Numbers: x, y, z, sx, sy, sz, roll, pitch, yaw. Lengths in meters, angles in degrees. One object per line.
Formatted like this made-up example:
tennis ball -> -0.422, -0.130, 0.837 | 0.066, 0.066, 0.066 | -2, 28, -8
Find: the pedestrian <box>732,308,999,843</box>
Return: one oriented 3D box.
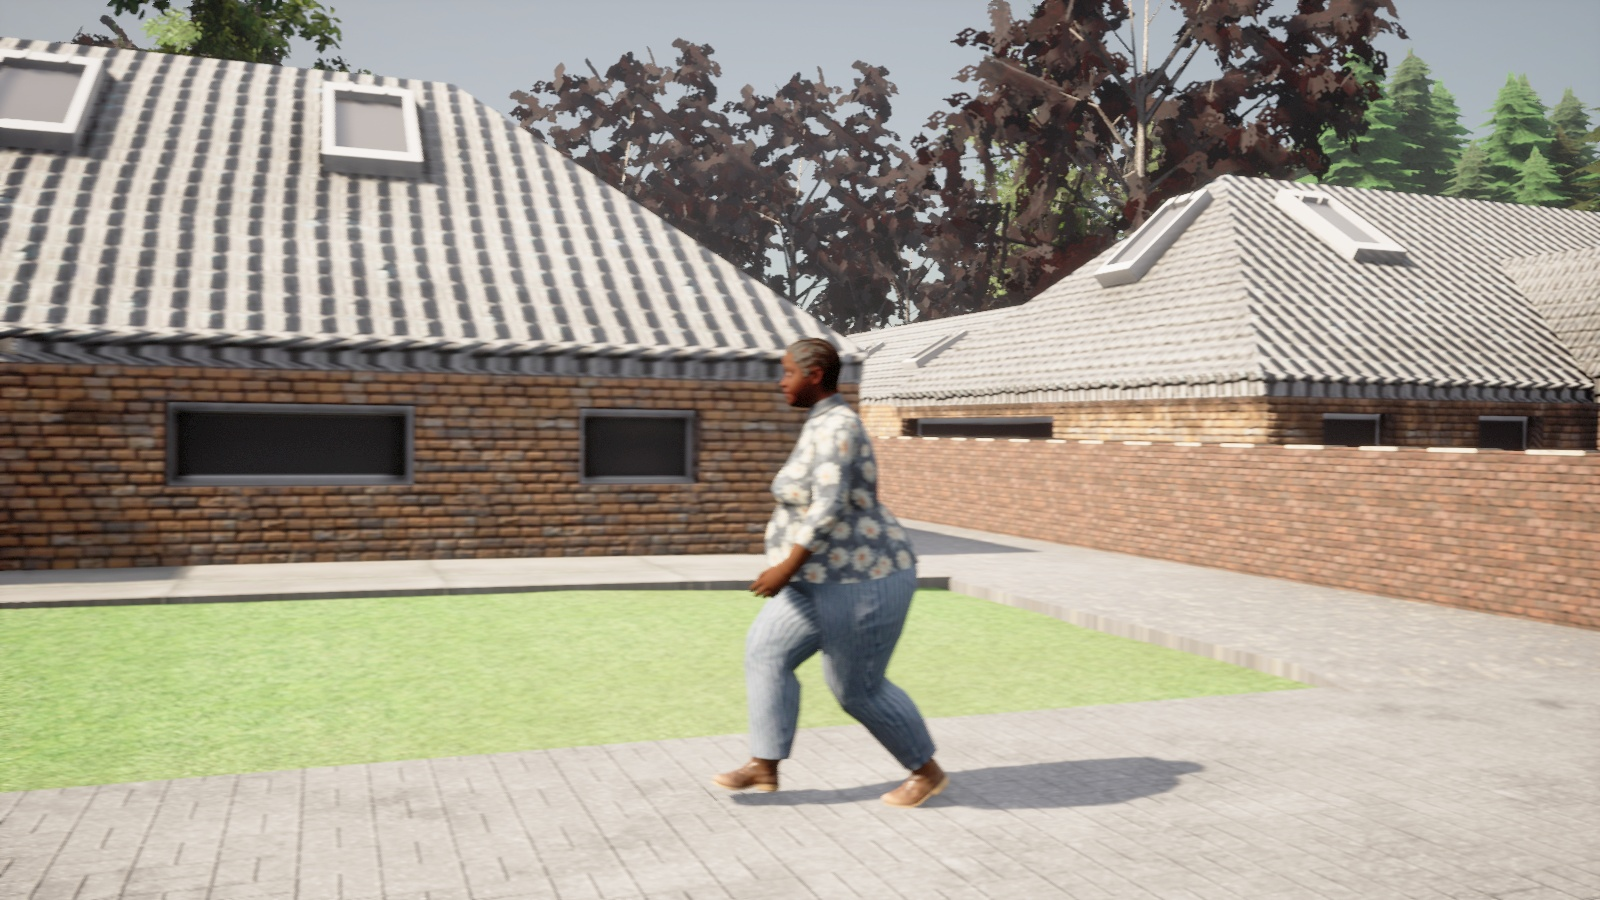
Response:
pedestrian -> 0.211, 0.427, 4.824 | 0.900, 1.855, 0.874 | -1, 1, -4
